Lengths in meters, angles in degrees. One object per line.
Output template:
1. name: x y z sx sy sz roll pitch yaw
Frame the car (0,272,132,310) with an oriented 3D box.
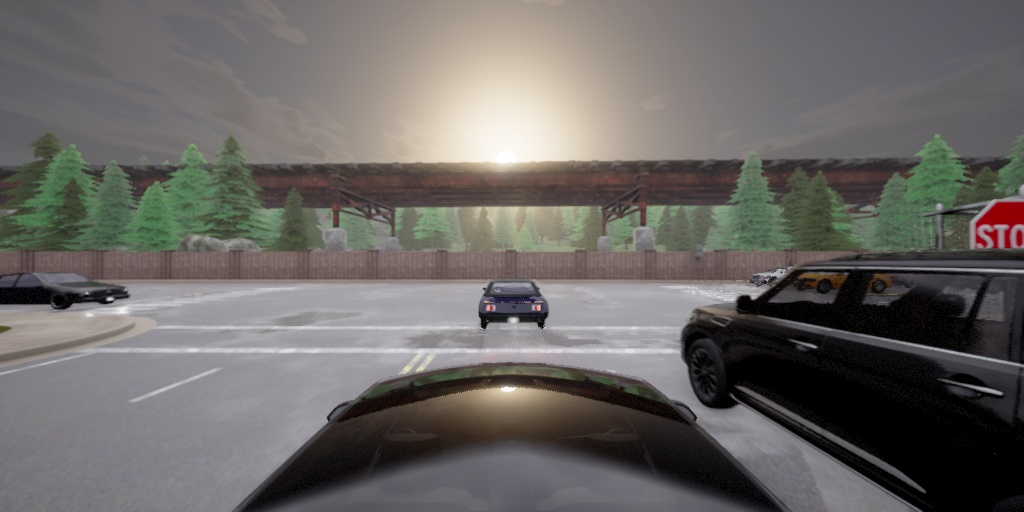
1. car: -18.913 1.354 14.507 5.357 1.411 2.033 0 0 0

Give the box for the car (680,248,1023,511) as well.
1. car: 3.604 0.978 3.059 2.150 2.045 5.566 0 0 0

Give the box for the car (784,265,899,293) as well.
1. car: 19.382 1.314 21.261 5.008 1.535 1.882 0 0 1

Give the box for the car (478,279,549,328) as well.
1. car: -0.026 1.394 11.588 1.895 1.301 4.718 0 0 -2

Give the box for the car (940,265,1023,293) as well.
1. car: 28.946 1.313 21.167 5.008 1.535 1.882 0 0 1

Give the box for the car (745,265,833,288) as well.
1. car: 19.027 1.377 24.746 4.674 1.442 1.812 0 0 0

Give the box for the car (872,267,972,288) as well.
1. car: 28.085 1.452 24.675 4.718 1.301 1.895 0 0 1
